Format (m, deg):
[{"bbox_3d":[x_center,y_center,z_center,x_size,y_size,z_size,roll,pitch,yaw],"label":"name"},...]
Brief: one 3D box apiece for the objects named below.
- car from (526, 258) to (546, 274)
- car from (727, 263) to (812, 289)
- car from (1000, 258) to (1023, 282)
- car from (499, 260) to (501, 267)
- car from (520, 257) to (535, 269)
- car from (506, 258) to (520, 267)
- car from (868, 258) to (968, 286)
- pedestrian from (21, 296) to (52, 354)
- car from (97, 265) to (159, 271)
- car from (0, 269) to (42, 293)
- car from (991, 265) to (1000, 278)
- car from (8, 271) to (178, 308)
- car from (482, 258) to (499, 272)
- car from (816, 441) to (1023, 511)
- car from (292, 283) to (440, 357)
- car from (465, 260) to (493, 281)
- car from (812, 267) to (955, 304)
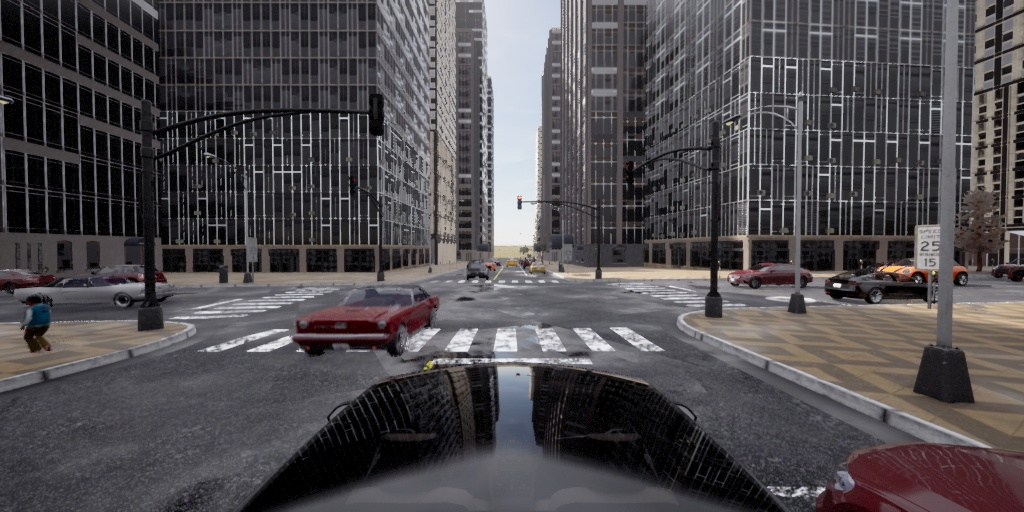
[{"bbox_3d":[2.806,1.254,39.946,1.751,1.417,4.829,0,0,0],"label":"car"},{"bbox_3d":[15.392,1.135,21.449,4.674,1.442,1.812,0,1,-5],"label":"car"},{"bbox_3d":[35.349,0.845,23.279,4.553,1.767,2.097,0,1,-5],"label":"car"},{"bbox_3d":[-3.068,1.177,65.398,1.882,1.535,5.008,0,0,1],"label":"car"},{"bbox_3d":[2.710,1.027,55.027,2.192,1.841,5.009,0,0,0],"label":"car"},{"bbox_3d":[-0.025,1.177,65.005,1.882,1.535,5.008,0,0,0],"label":"car"},{"bbox_3d":[25.340,0.904,22.359,4.553,1.767,2.097,0,1,-5],"label":"car"},{"bbox_3d":[-8.882,1.269,6.748,0.500,1.100,0.500,-1,1,0],"label":"pedestrian"},{"bbox_3d":[-22.578,1.215,20.541,4.097,1.591,1.967,0,0,-5],"label":"car"},{"bbox_3d":[-28.204,1.390,20.016,4.207,1.307,1.802,0,0,-5],"label":"car"},{"bbox_3d":[37.693,0.864,26.122,4.097,1.591,1.967,0,0,-5],"label":"car"},{"bbox_3d":[-17.345,1.469,15.199,4.718,1.301,1.895,0,1,-6],"label":"car"},{"bbox_3d":[-3.114,1.077,45.010,2.097,1.767,4.553,0,0,0],"label":"car"},{"bbox_3d":[2.692,1.333,0.408,1.802,1.307,4.207,0,0,0],"label":"car"},{"bbox_3d":[-3.108,1.366,8.713,1.895,1.301,4.718,0,-1,0],"label":"car"},{"bbox_3d":[-2.862,1.283,30.332,2.033,1.411,5.357,0,0,-4],"label":"car"},{"bbox_3d":[16.124,1.293,15.706,4.313,1.339,1.948,0,0,-5],"label":"car"}]
